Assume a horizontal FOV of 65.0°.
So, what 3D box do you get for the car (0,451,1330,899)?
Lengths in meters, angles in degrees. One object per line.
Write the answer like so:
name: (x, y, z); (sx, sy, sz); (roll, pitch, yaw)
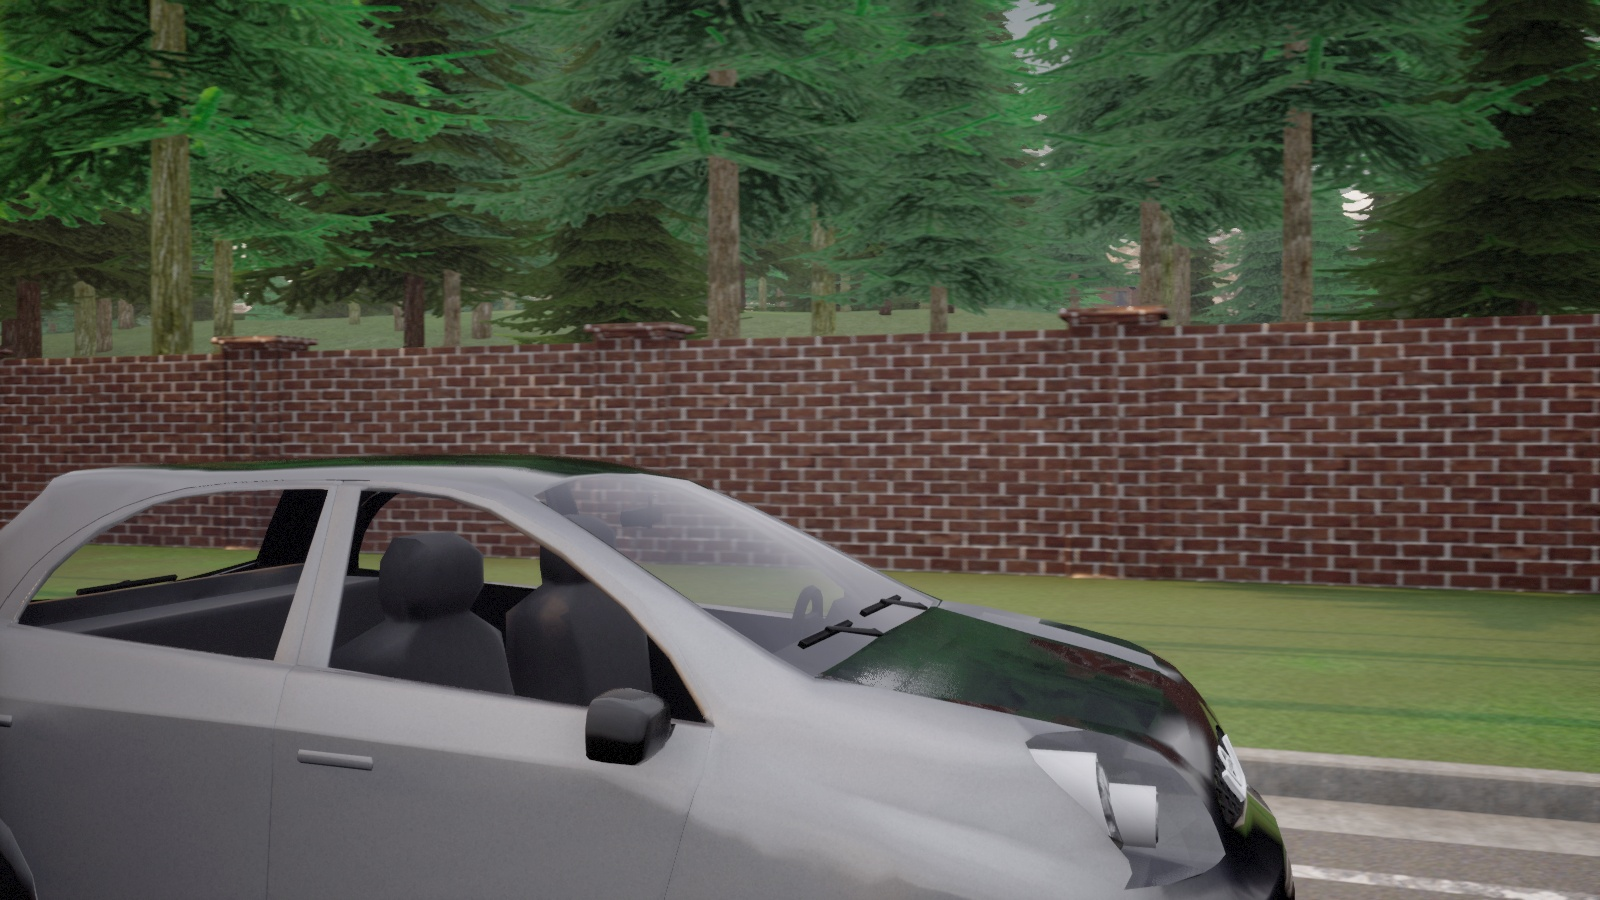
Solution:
car: (-0.613, 0.784, 3.400); (3.633, 1.501, 1.845); (1, 1, 19)
